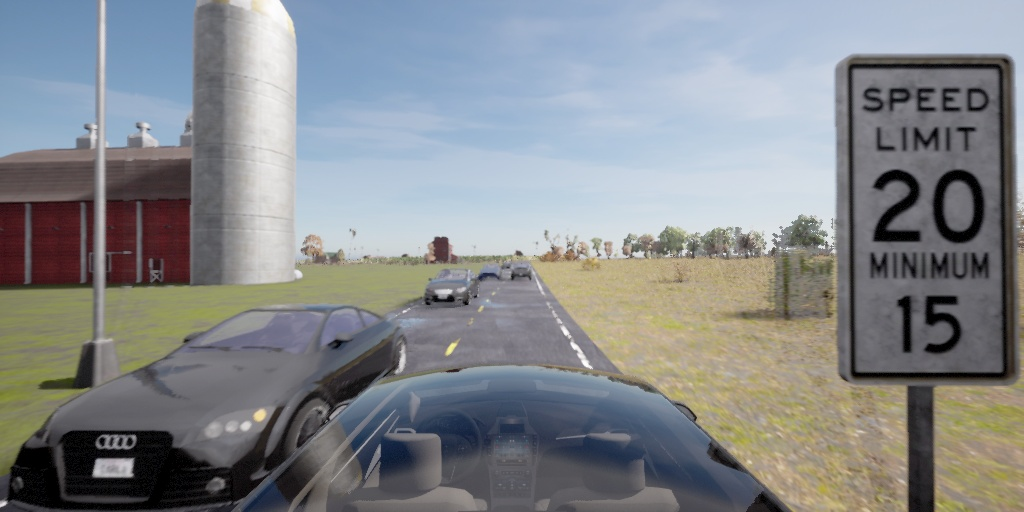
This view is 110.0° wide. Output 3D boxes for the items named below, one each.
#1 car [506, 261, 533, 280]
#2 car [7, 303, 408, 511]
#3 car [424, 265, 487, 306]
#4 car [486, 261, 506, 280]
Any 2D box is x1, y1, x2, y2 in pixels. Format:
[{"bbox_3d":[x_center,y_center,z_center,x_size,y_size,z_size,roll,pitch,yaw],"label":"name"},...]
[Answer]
[{"bbox_3d":[0.883,1.396,32.958,2.128,1.511,4.902,0,0,3],"label":"car"},{"bbox_3d":[-2.799,1.326,4.527,1.994,1.385,4.181,0,0,1],"label":"car"},{"bbox_3d":[-2.581,1.313,16.265,2.128,1.511,4.902,0,0,2],"label":"car"},{"bbox_3d":[-1.885,1.453,33.583,2.033,1.411,5.357,0,0,3],"label":"car"}]
